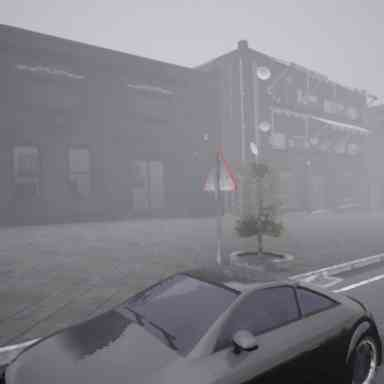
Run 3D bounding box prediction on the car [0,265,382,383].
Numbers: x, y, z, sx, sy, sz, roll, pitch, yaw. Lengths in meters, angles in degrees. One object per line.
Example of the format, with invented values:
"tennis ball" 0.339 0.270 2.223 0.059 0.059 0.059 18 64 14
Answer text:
"car" 0.241 1.600 3.623 4.181 1.385 1.994 0 0 -36
